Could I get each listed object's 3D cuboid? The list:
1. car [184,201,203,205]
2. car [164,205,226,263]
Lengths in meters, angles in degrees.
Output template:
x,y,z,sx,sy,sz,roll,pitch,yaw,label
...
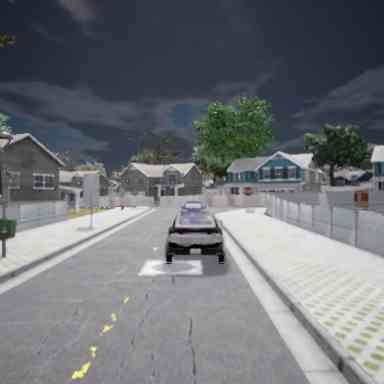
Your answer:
x,y,z,sx,sy,sz,roll,pitch,yaw,label
0.099,1.380,24.180,1.812,1.442,4.674,0,0,0,car
0.101,1.420,11.651,2.128,1.511,4.902,0,0,0,car
